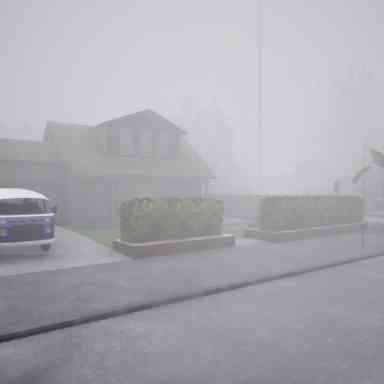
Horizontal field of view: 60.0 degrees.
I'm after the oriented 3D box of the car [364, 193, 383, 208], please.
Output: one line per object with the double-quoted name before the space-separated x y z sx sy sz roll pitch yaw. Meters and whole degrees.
"car" 23.118 0.985 40.284 3.866 1.878 1.905 0 0 0
